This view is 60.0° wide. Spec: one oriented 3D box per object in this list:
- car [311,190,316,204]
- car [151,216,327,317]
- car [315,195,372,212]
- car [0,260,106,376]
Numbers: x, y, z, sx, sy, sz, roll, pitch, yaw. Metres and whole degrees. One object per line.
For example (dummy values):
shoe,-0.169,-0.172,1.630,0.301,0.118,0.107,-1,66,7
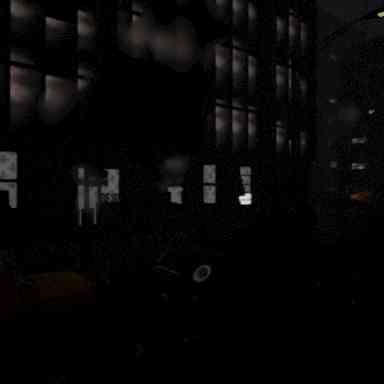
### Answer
car,14.413,0.660,45.011,2.192,1.841,5.009,1,0,-36
car,1.115,1.404,7.342,4.097,1.590,1.967,-1,1,-35
car,14.264,1.046,30.928,1.887,1.381,4.507,1,0,-36
car,-3.551,1.530,4.017,4.829,1.417,1.752,-1,1,-35
